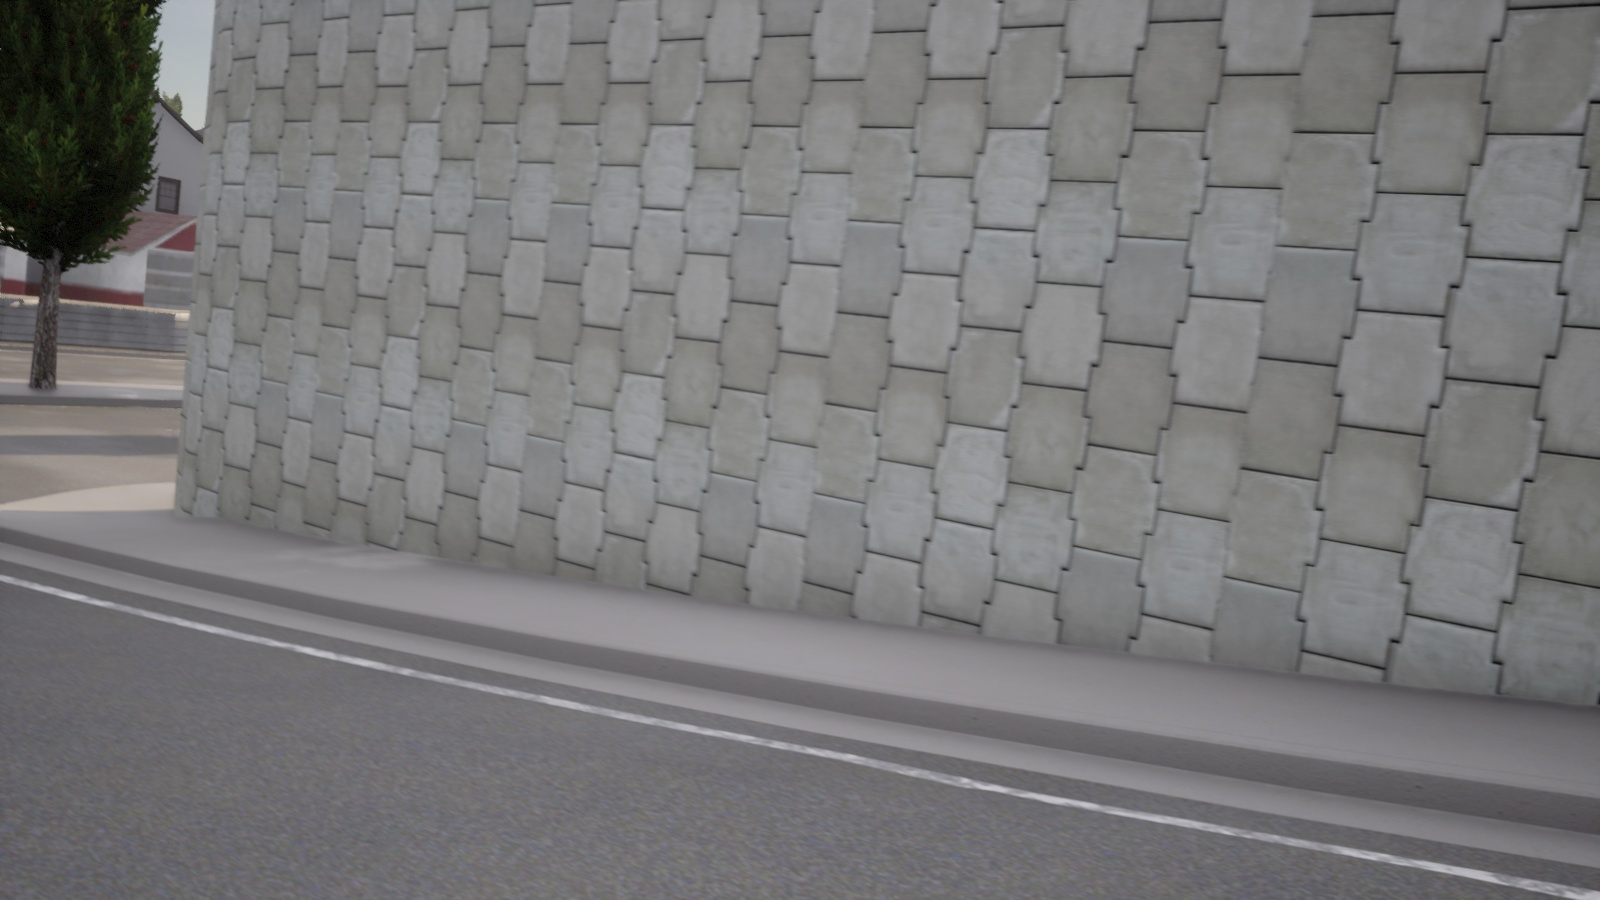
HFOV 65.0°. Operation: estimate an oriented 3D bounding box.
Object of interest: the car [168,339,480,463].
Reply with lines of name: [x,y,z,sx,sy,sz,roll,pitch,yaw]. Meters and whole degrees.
car: [-9.413,-0.955,25.364,2.150,2.045,5.566,9,6,33]
